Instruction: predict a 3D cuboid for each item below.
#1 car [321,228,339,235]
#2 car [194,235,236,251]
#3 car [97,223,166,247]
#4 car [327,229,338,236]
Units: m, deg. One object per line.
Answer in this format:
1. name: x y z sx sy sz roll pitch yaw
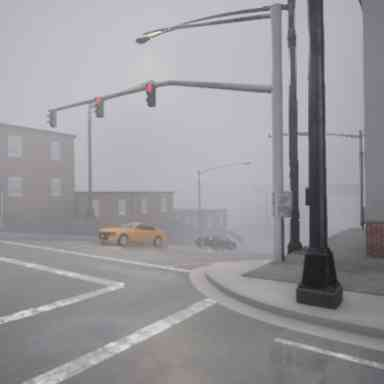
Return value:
1. car: 33.472 9.544 80.590 1.853 1.218 4.536 -1 0 -11
2. car: 2.136 4.535 30.015 1.895 1.301 4.718 -1 -13 35
3. car: -3.827 2.738 21.776 1.882 1.535 5.008 -1 -9 37
4. car: 33.484 9.701 80.537 2.038 1.542 4.974 -1 0 -11
